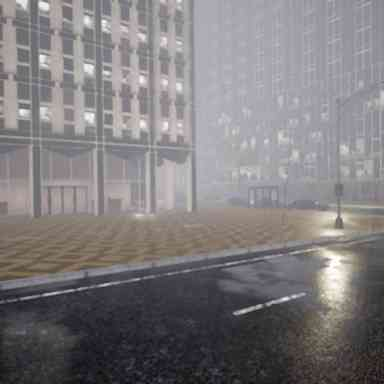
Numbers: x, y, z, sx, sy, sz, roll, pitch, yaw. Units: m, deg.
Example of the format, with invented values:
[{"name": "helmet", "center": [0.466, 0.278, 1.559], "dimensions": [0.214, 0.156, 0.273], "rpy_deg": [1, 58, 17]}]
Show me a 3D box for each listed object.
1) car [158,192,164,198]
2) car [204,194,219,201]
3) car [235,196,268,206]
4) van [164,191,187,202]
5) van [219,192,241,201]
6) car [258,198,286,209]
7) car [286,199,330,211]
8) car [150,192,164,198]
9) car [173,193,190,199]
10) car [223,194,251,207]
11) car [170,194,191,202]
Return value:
[{"name": "car", "center": [-5.628, 0.634, 79.266], "dimensions": [2.192, 1.841, 5.009], "rpy_deg": [-1, 1, -35]}, {"name": "car", "center": [4.040, 1.055, 65.223], "dimensions": [1.802, 1.307, 4.206], "rpy_deg": [-1, 1, -35]}, {"name": "car", "center": [8.595, 1.313, 48.391], "dimensions": [1.895, 1.301, 4.718], "rpy_deg": [-1, 1, -34]}, {"name": "van", "center": [-2.863, 0.951, 60.471], "dimensions": [1.690, 1.788, 3.998], "rpy_deg": [-1, 1, -35]}, {"name": "van", "center": [7.262, 0.865, 60.539], "dimensions": [1.690, 1.788, 3.998], "rpy_deg": [-1, 1, -35]}, {"name": "car", "center": [9.933, 1.393, 41.685], "dimensions": [1.802, 1.307, 4.206], "rpy_deg": [-1, 1, -35]}, {"name": "car", "center": [13.141, 1.427, 36.991], "dimensions": [1.947, 1.339, 4.313], "rpy_deg": [-1, 1, -35]}, {"name": "car", "center": [-8.850, 0.707, 83.949], "dimensions": [1.967, 1.590, 4.097], "rpy_deg": [-1, 1, -35]}, {"name": "car", "center": [-2.405, 0.952, 74.588], "dimensions": [1.802, 1.307, 4.206], "rpy_deg": [-1, 1, -35]}, {"name": "car", "center": [6.759, 1.327, 46.399], "dimensions": [1.947, 1.339, 4.313], "rpy_deg": [-1, 1, -35]}, {"name": "car", "center": [-2.324, 1.171, 64.422], "dimensions": [1.895, 1.301, 4.718], "rpy_deg": [-1, 1, -35]}]
